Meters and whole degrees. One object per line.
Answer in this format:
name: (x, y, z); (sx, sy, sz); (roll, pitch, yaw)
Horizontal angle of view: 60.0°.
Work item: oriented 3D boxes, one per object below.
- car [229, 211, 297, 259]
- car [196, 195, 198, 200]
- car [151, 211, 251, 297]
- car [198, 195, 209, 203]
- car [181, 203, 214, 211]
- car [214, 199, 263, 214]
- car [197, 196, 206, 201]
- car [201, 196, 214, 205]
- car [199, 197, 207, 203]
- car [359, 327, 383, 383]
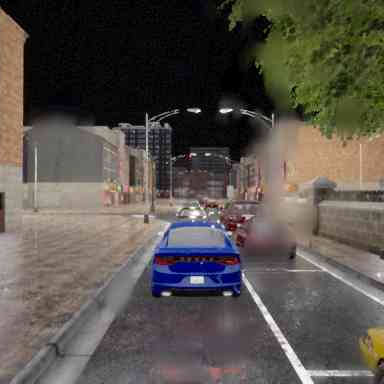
car: (2.625, 1.586, 12.387); (1.802, 1.307, 4.206); (1, 0, 0)
car: (2.535, 1.432, 66.016); (2.192, 1.841, 5.009); (1, 0, 0)
car: (0.084, 1.480, 8.638); (1.882, 1.535, 5.008); (0, 0, 0)
car: (2.542, 1.644, 60.578); (1.887, 1.381, 4.507); (1, 0, 0)
car: (0.069, 1.558, 18.578); (2.033, 1.411, 5.357); (0, 0, 0)
car: (2.618, 1.324, 17.837); (2.192, 1.841, 5.009); (1, 0, 0)
car: (2.495, 1.752, 87.765); (2.008, 1.369, 4.403); (0, 0, 0)
car: (2.570, 1.599, 44.267); (1.887, 1.381, 4.507); (1, 0, 0)
car: (2.514, 1.738, 76.890); (1.802, 1.307, 4.206); (0, 0, 0)
car: (2.644, 1.526, 1.658); (1.752, 1.417, 4.829); (1, 0, 0)
